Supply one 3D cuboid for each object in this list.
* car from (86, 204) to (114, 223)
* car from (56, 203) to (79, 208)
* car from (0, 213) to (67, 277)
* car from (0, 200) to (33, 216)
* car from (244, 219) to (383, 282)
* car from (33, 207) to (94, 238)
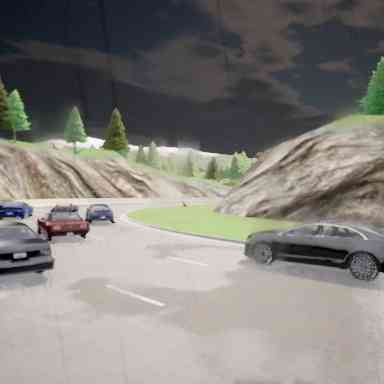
[{"bbox_3d":[-7.332,1.684,26.359,1.812,1.442,4.674,0,0,-22],"label":"car"},{"bbox_3d":[-13.117,1.792,34.775,1.895,1.301,4.718,0,0,-9],"label":"car"},{"bbox_3d":[-5.795,1.595,10.019,2.033,1.411,5.357,1,-1,-40],"label":"car"},{"bbox_3d":[-15.670,1.621,29.921,1.882,1.535,5.008,0,0,-14],"label":"car"},{"bbox_3d":[3.940,1.588,10.190,4.902,1.511,2.128,0,0,40],"label":"car"},{"bbox_3d":[-6.930,1.698,17.576,1.895,1.301,4.718,1,0,-32],"label":"car"}]
